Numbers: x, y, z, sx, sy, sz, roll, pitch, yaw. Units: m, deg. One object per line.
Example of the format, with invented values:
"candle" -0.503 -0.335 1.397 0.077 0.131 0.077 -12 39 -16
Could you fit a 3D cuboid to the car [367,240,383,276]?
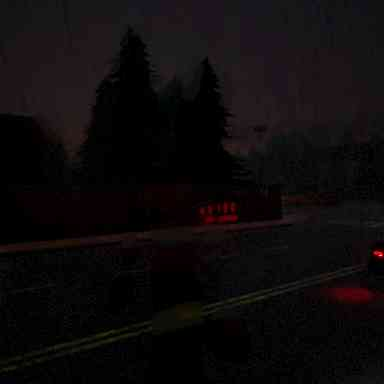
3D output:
"car" 6.595 1.427 8.492 5.357 1.411 2.033 -1 0 -35
